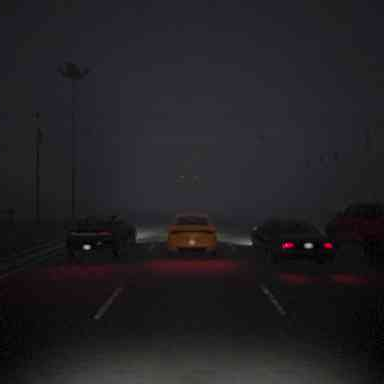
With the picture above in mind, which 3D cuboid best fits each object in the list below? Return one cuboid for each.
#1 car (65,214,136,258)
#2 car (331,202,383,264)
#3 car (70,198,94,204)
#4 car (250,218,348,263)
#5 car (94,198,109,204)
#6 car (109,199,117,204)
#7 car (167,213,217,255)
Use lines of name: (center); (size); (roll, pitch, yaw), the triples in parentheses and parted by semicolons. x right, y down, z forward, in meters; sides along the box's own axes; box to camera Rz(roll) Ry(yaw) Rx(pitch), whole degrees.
car: (-3.497, 1.645, 13.483); (2.128, 1.511, 4.902); (0, 0, 0)
car: (7.006, 1.367, 12.543); (2.150, 2.045, 5.566); (0, 0, 0)
car: (-28.246, 2.313, 85.536); (4.553, 1.767, 2.097); (0, -1, 32)
car: (3.507, 1.689, 12.494); (2.033, 1.411, 5.357); (0, -1, 0)
car: (-25.260, 2.522, 87.742); (5.357, 1.411, 2.033); (0, -1, 35)
car: (-23.478, 2.494, 90.762); (5.008, 1.535, 1.882); (0, -1, 35)
car: (-0.002, 1.638, 14.190); (1.882, 1.535, 5.008); (0, 0, 0)
